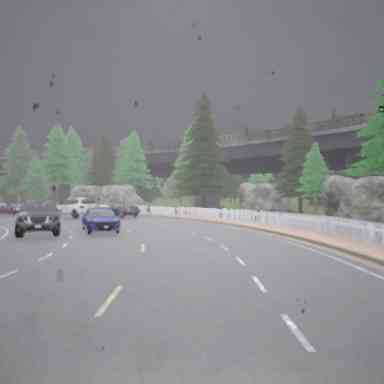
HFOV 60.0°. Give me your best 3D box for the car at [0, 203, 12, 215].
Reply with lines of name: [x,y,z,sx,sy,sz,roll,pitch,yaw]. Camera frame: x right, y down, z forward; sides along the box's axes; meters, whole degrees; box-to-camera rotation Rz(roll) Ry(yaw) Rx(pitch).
car: [-21.593,2.039,39.482,4.181,1.385,1.994,0,-1,20]

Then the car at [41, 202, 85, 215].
car: [-15.904,2.039,41.007,5.357,1.411,2.033,0,-1,27]

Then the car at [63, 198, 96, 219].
car: [-12.055,1.634,34.414,5.566,2.045,2.150,-1,-1,40]

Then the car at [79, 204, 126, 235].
car: [-5.834,1.742,21.116,1.882,1.535,5.008,0,-1,-23]

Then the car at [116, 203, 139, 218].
car: [-7.474,1.908,34.786,2.128,1.511,4.902,1,-1,-45]

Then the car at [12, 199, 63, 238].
car: [-9.045,1.466,19.738,2.150,2.045,5.566,0,-1,-23]
